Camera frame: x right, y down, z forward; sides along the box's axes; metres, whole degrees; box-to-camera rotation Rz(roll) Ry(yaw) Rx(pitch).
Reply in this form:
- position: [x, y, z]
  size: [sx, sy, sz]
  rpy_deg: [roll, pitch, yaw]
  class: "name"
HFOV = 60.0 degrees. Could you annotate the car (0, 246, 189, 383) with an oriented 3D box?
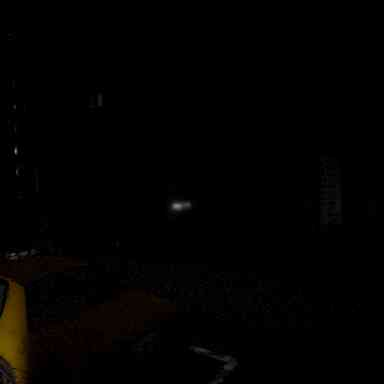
- position: [-2.368, 1.419, 4.412]
  size: [4.829, 1.417, 1.752]
  rpy_deg: [0, 2, 33]
  class: "car"
